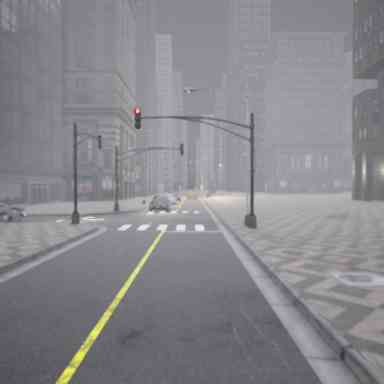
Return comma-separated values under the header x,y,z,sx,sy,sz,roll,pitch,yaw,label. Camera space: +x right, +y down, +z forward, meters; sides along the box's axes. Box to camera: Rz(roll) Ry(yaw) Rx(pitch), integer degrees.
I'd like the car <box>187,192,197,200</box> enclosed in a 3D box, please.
x,y,z,sx,sy,sz,roll,pitch,yaw,label
-0.001,0.734,63.178,1.882,1.535,5.008,0,1,0,car

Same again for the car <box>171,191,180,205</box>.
x,y,z,sx,sy,sz,roll,pitch,yaw,label
-3.085,0.987,45.197,1.812,1.442,4.674,0,1,2,car

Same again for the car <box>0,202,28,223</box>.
x,y,z,sx,sy,sz,roll,pitch,yaw,label
-14.243,1.401,23.532,4.902,1.511,2.128,-1,1,0,car

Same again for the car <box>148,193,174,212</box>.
x,y,z,sx,sy,sz,roll,pitch,yaw,label
-3.100,1.116,32.549,1.837,1.490,4.892,0,1,0,car
